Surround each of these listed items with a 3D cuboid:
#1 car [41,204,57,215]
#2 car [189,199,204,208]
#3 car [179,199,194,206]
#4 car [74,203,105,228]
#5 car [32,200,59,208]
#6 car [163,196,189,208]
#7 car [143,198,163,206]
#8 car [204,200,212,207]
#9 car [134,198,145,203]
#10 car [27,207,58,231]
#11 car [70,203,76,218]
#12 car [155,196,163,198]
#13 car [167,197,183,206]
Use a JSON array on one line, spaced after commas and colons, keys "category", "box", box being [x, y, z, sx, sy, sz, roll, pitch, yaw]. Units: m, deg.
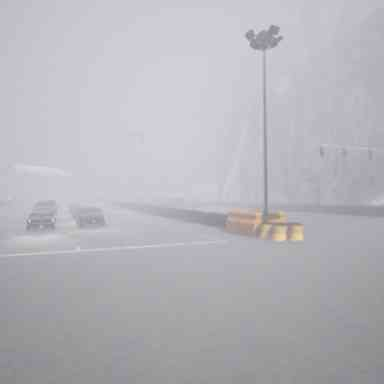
[{"category": "car", "box": [-19.084, 2.299, 44.487, 1.895, 1.301, 4.718, 0, 0, -22]}, {"category": "car", "box": [-0.026, 2.075, 62.983, 2.097, 1.767, 4.553, 0, 0, -22]}, {"category": "car", "box": [-1.361, 2.256, 75.662, 1.812, 1.442, 4.674, 0, 0, -22]}, {"category": "car", "box": [-8.268, 1.947, 27.042, 1.882, 1.535, 5.008, 0, -1, -22]}, {"category": "car", "box": [-14.583, 1.806, 33.297, 2.150, 2.045, 5.566, 0, -1, -22]}, {"category": "car", "box": [-3.046, 1.947, 61.386, 2.150, 2.045, 5.566, 0, 0, -22]}, {"category": "car", "box": [-7.147, 2.336, 62.198, 1.895, 1.301, 4.718, 0, 0, -22]}, {"category": "car", "box": [2.278, 2.328, 66.656, 1.895, 1.301, 4.718, 0, 0, -22]}, {"category": "car", "box": [-11.043, 2.097, 71.608, 2.097, 1.767, 4.553, 0, 0, -22]}, {"category": "car", "box": [-11.023, 2.055, 24.532, 1.895, 1.301, 4.718, 0, -1, -22]}, {"category": "car", "box": [-11.778, 2.198, 35.700, 1.895, 1.301, 4.718, 0, -1, -22]}, {"category": "car", "box": [-7.030, 1.967, 71.000, 2.150, 2.045, 5.566, 0, 0, -22]}, {"category": "car", "box": [-3.766, 2.050, 72.265, 2.097, 1.767, 4.553, 0, 0, -22]}]
